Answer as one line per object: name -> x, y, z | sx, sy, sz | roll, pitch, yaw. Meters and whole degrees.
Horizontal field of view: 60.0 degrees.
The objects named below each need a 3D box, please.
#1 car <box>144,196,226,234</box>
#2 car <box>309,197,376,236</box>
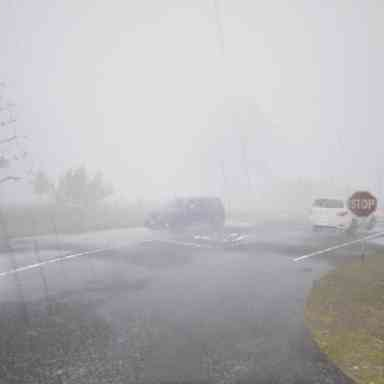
car -> -0.231, 1.294, 20.022 | 2.150, 2.045, 5.566 | 0, 0, 44
car -> 8.783, 1.292, 19.282 | 2.150, 2.045, 5.566 | 0, 0, 44
